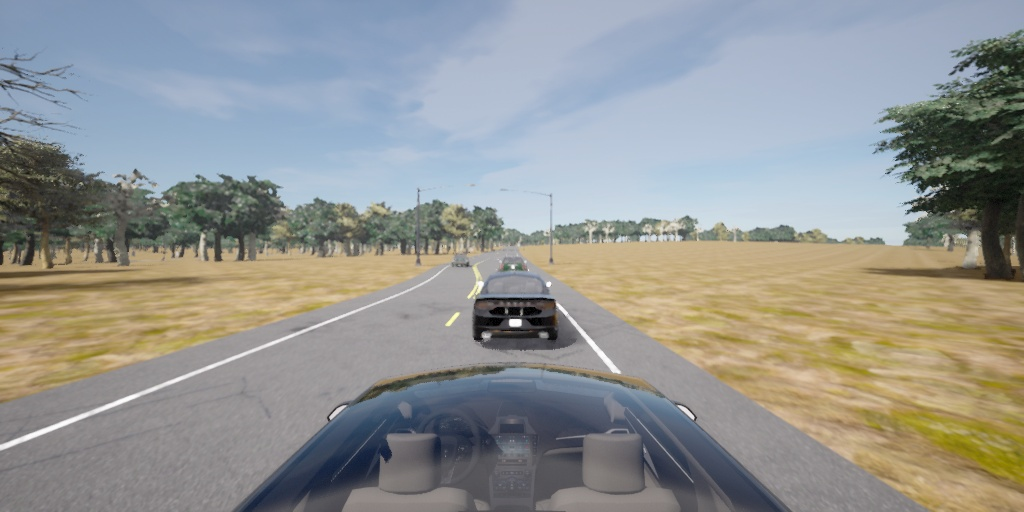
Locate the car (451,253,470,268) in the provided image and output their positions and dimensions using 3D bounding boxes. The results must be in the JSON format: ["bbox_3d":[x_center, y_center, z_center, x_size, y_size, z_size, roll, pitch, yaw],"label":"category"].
[{"bbox_3d":[-6.302,0.485,44.024,2.097,1.767,4.553,0,1,-5],"label":"car"}]

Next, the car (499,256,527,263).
[{"bbox_3d":[0.069,0.749,27.319,2.097,1.767,4.553,0,1,0],"label":"car"}]

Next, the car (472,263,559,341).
[{"bbox_3d":[0.070,1.120,9.543,1.882,1.535,5.008,0,1,0],"label":"car"}]
